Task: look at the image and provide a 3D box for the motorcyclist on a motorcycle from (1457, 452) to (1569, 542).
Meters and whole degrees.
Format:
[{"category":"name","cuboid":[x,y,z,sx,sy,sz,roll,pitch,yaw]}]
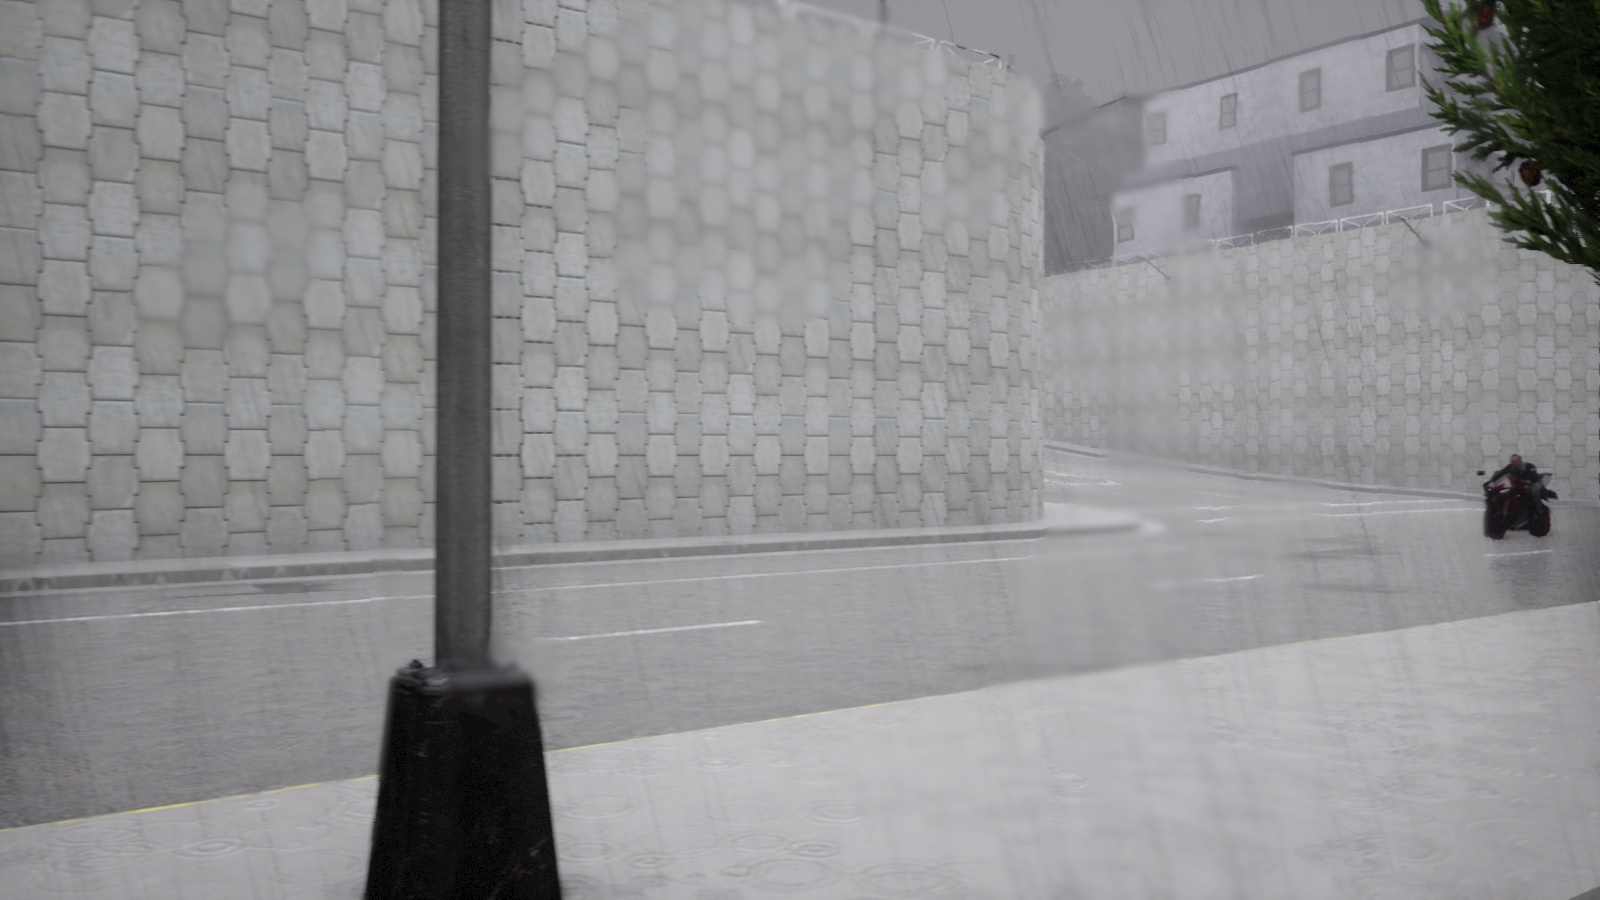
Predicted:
[{"category":"motorcyclist on a motorcycle","cuboid":[12.604,0.794,22.178,2.191,1.530,0.866,0,0,-35]}]
